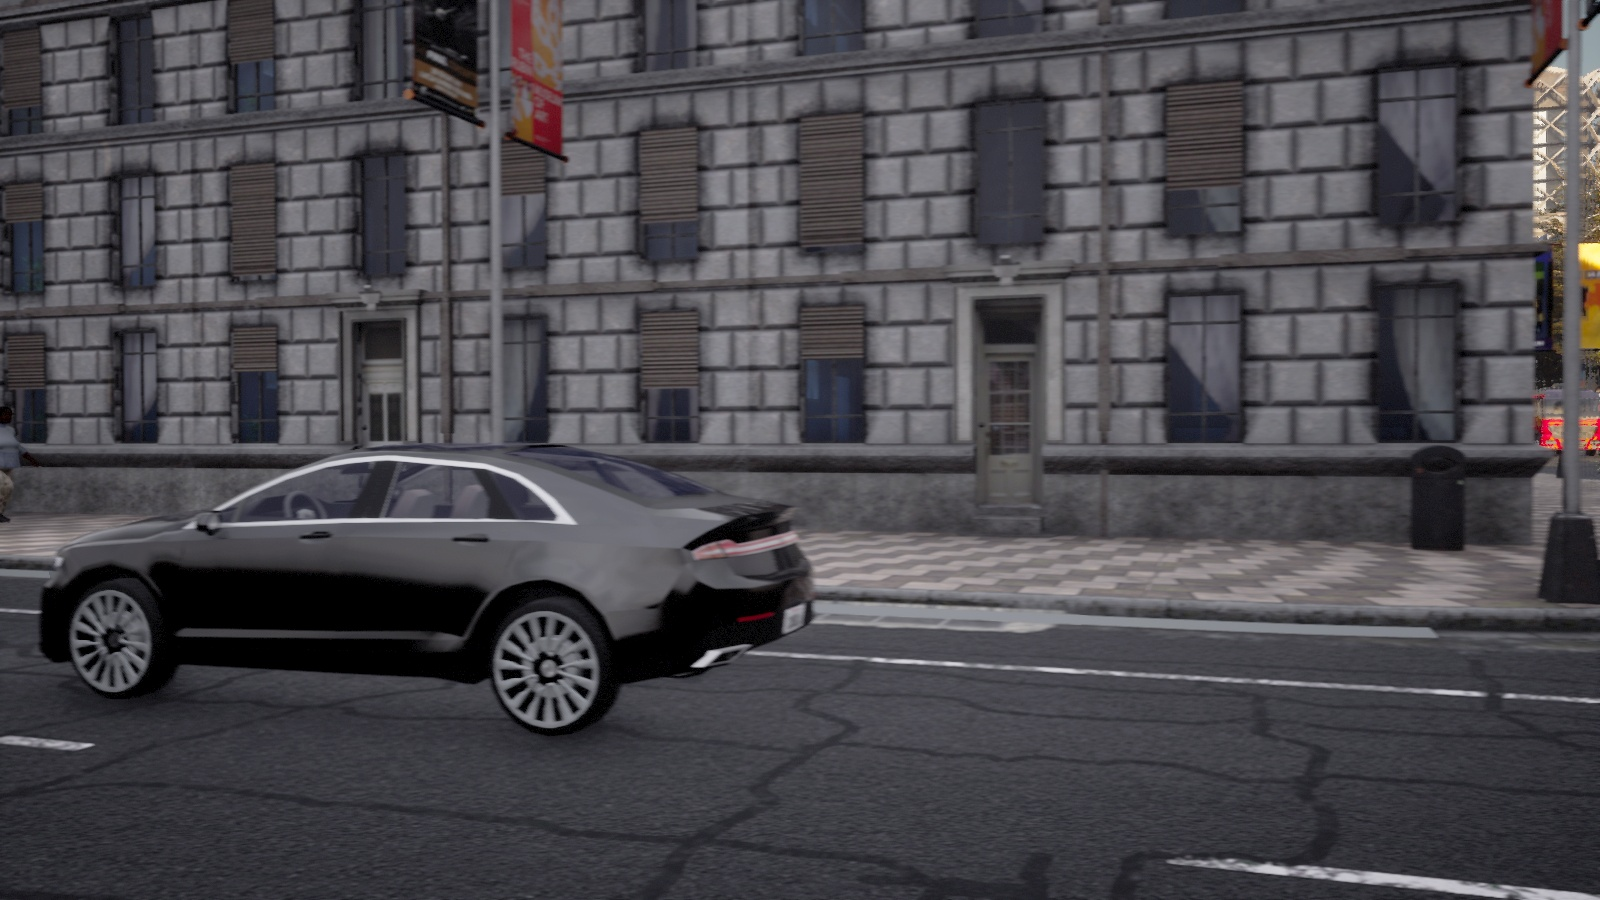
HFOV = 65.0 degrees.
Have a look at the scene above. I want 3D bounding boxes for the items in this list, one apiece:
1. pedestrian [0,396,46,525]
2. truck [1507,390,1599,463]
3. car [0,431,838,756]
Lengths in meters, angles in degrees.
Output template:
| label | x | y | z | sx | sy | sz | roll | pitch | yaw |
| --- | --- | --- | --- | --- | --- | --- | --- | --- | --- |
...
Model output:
| label | x | y | z | sx | sy | sz | roll | pitch | yaw |
| --- | --- | --- | --- | --- | --- | --- | --- | --- | --- |
| pedestrian | -11.897 | 0.144 | 18.586 | 0.900 | 1.855 | 0.874 | 0 | 1 | 11 |
| truck | 41.929 | -1.305 | 69.881 | 2.891 | 3.827 | 8.468 | 1 | 1 | 19 |
| car | -2.429 | 0.651 | 7.718 | 4.902 | 1.511 | 2.128 | 1 | 1 | 19 |
